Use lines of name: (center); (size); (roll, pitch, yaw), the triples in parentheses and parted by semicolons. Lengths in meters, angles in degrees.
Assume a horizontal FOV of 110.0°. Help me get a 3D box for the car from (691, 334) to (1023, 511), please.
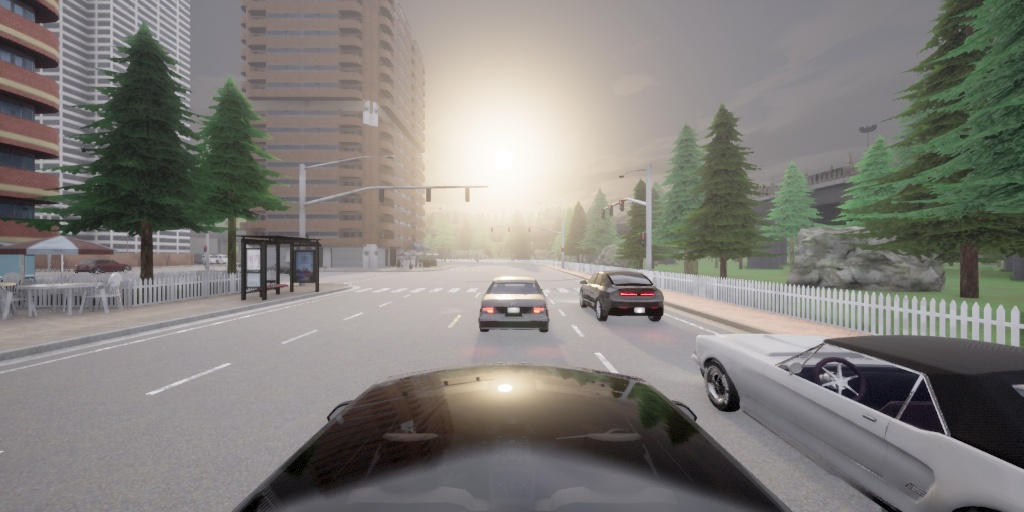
car: (3.514, 1.351, 3.113); (1.895, 1.301, 4.718); (0, 0, 1)

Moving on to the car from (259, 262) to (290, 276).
car: (-24.104, 1.331, 37.772); (4.674, 1.442, 1.812); (0, 0, 0)

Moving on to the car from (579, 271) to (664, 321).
car: (3.568, 1.255, 12.375); (1.837, 1.490, 4.892); (0, 0, 1)

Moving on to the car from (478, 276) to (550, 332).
car: (0.081, 1.297, 10.787); (2.033, 1.411, 5.357); (0, 0, 1)

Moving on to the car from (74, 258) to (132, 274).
car: (-47.198, 1.157, 41.561); (2.097, 1.767, 4.553); (0, 0, 0)
